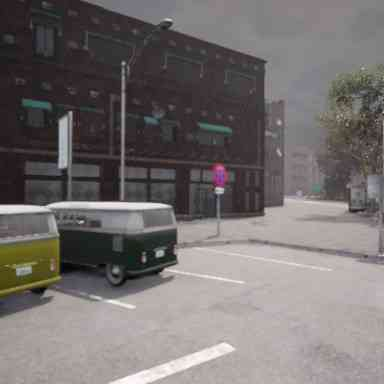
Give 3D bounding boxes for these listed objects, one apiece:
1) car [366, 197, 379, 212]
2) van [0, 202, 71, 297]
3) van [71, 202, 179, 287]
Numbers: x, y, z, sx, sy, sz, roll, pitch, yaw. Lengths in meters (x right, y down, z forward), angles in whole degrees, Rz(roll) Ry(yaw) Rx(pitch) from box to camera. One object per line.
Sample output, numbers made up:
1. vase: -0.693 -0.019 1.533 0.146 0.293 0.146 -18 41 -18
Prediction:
1. car: 19.383 1.364 35.654 1.837 1.490 4.892 0 1 5
2. van: -5.000 1.272 7.570 4.442 1.987 1.878 -1 -1 34
3. van: -2.567 1.272 9.327 4.442 1.987 1.878 -1 -1 34
